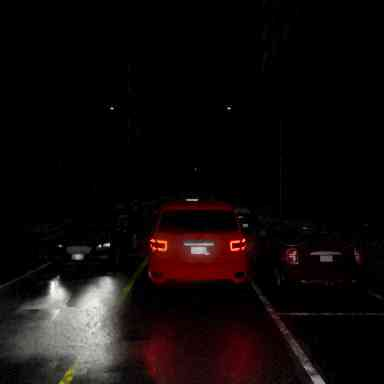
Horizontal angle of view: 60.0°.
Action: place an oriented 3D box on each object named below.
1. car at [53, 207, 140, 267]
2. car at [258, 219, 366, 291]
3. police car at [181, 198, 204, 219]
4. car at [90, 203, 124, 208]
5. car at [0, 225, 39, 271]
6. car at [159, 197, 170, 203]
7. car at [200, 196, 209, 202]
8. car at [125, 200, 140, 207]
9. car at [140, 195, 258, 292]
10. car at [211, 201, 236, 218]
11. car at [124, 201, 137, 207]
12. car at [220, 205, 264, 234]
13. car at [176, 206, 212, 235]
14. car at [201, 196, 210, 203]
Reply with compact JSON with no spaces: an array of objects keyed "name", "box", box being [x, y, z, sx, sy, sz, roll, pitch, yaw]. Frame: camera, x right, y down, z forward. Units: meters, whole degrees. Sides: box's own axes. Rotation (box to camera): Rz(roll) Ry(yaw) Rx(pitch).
[{"name":"car","box":[-3.093,1.491,11.457,2.128,1.511,4.902,0,0,0]},{"name":"car","box":[2.858,1.440,9.009,1.967,1.590,4.097,0,0,0]},{"name":"police car","box":[0.015,1.428,30.127,1.930,1.638,5.238,0,0,0]},{"name":"car","box":[-5.661,1.567,20.016,1.947,1.339,4.313,0,0,0]},{"name":"car","box":[-5.667,1.582,9.014,1.802,1.307,4.206,0,0,0]},{"name":"car","box":[-5.603,1.626,68.122,1.802,1.307,4.206,0,0,0]},{"name":"car","box":[2.948,1.617,78.922,2.008,1.369,4.403,0,0,0]},{"name":"car","box":[-5.656,1.444,31.019,1.967,1.590,4.097,0,0,0]},{"name":"car","box":[0.108,1.221,9.093,2.150,2.045,5.566,0,0,-1]},{"name":"car","box":[2.870,1.569,31.014,1.947,1.339,4.313,0,0,0]},{"name":"car","box":[-5.659,1.584,25.517,1.802,1.307,4.206,0,0,0]},{"name":"car","box":[2.864,1.552,20.012,2.008,1.369,4.403,0,0,0]},{"name":"car","box":[0.109,1.602,19.863,1.895,1.301,4.718,0,0,0]},{"name":"car","box":[2.935,1.580,73.684,1.752,1.417,4.829,0,0,0]}]
